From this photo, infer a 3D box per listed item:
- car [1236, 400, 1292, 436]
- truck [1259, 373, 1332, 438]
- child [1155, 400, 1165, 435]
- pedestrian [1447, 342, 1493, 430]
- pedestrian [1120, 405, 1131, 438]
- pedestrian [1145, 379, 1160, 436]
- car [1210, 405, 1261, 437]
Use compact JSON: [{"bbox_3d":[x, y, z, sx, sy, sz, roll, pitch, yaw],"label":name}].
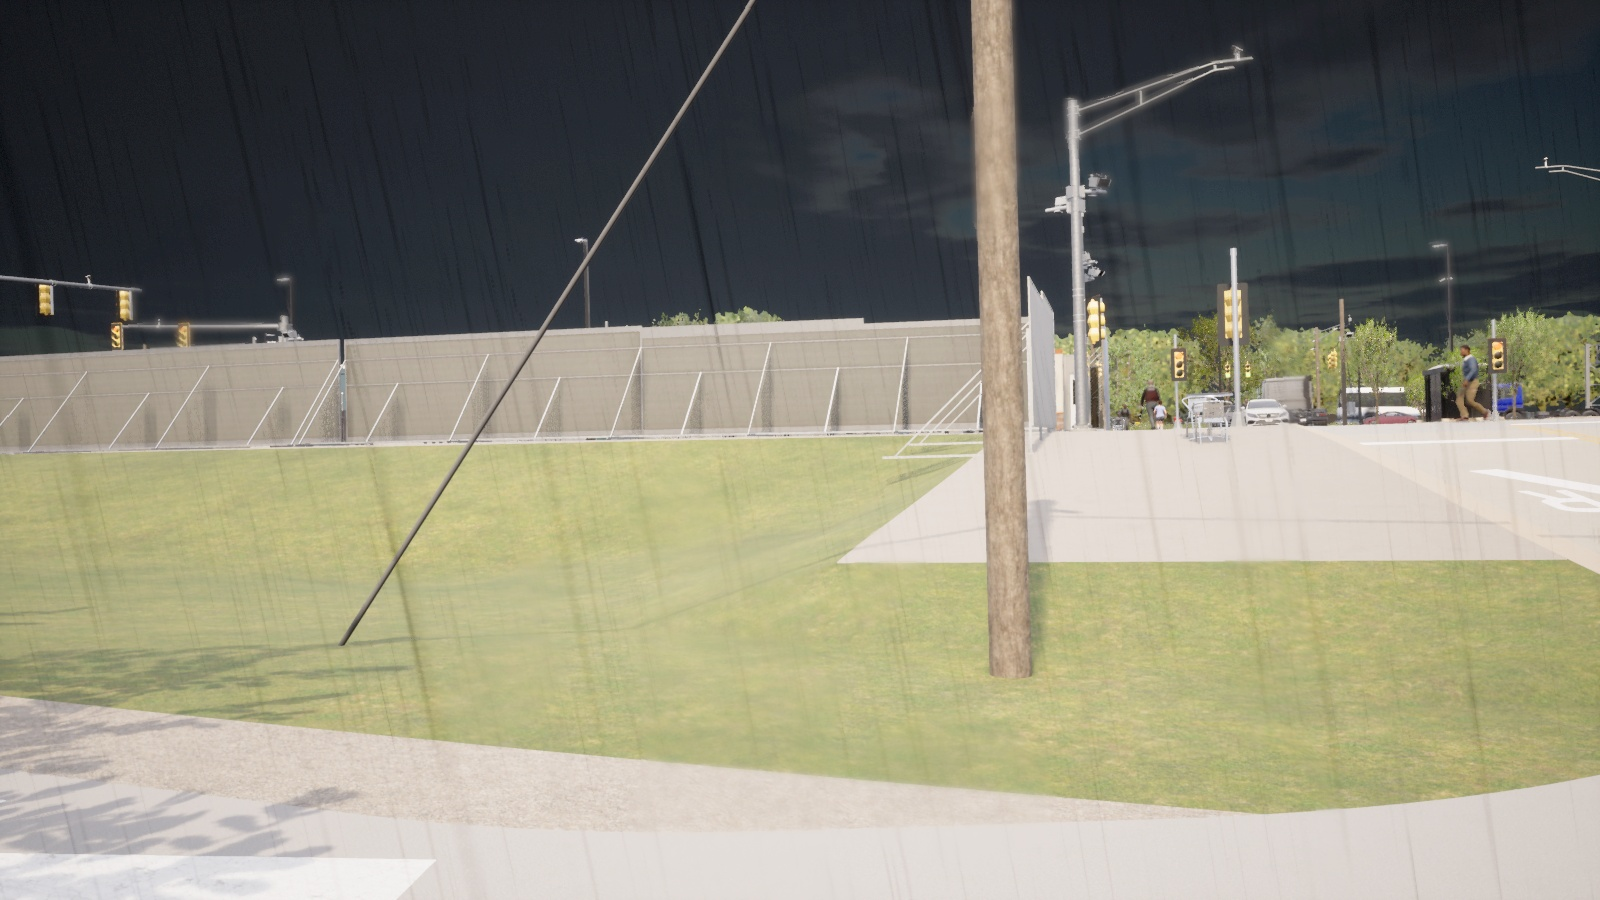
[{"bbox_3d":[20.682,-1.396,56.102,1.812,1.442,4.674,-1,0,14],"label":"car"},{"bbox_3d":[29.004,-2.507,73.823,2.891,3.462,7.936,-1,0,14],"label":"truck"},{"bbox_3d":[11.378,-1.017,39.664,0.255,1.110,0.394,-1,0,11],"label":"child"},{"bbox_3d":[15.226,-1.451,28.554,0.788,1.949,0.423,-1,0,6],"label":"pedestrian"},{"bbox_3d":[18.597,-1.616,71.744,0.563,1.883,0.849,-1,0,17],"label":"pedestrian"},{"bbox_3d":[11.737,-1.414,41.822,0.376,1.854,0.720,-1,0,9],"label":"pedestrian"},{"bbox_3d":[24.159,-1.585,69.835,2.242,1.667,4.611,-1,0,14],"label":"car"}]
